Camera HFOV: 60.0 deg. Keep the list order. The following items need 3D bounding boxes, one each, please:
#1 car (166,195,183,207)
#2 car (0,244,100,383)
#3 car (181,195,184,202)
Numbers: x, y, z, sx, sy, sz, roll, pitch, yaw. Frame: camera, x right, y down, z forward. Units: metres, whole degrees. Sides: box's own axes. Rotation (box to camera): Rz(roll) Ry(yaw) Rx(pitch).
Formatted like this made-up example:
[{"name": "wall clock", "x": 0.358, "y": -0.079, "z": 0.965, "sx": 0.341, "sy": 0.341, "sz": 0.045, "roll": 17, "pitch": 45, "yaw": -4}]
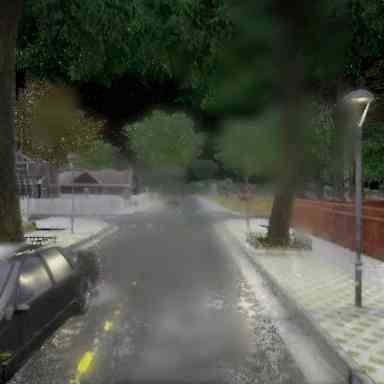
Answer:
[{"name": "car", "x": -2.755, "y": 1.495, "z": 47.899, "sx": 1.895, "sy": 1.301, "sz": 4.718, "roll": 0, "pitch": 0, "yaw": 0}, {"name": "car", "x": -2.839, "y": 1.532, "z": 4.766, "sx": 2.033, "sy": 1.411, "sz": 5.357, "roll": 0, "pitch": 0, "yaw": 0}, {"name": "car", "x": -2.756, "y": 1.387, "z": 72.498, "sx": 2.128, "sy": 1.511, "sz": 4.902, "roll": 0, "pitch": 0, "yaw": 0}]
